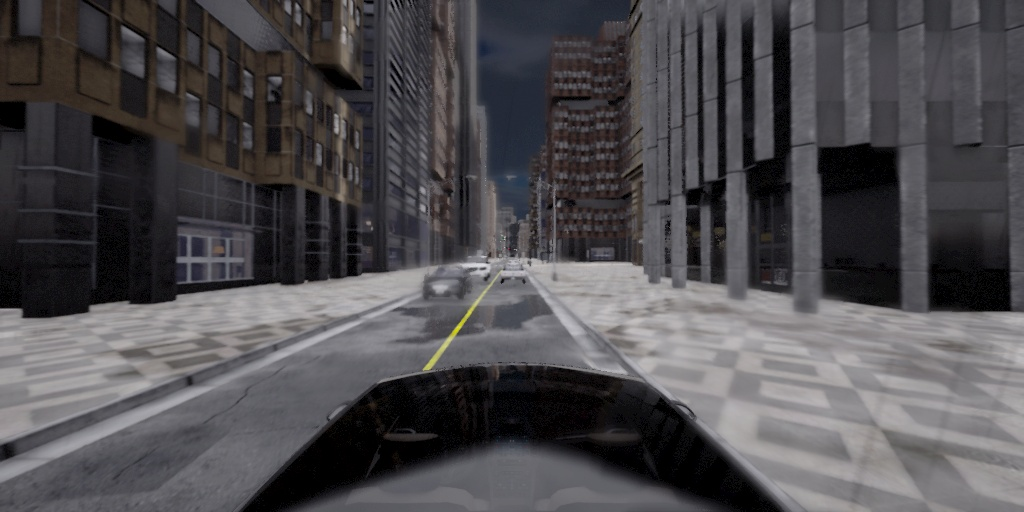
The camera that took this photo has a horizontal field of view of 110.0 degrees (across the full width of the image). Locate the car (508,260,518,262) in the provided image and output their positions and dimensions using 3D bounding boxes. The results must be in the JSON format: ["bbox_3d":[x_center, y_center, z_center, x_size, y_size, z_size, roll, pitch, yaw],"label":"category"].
[{"bbox_3d":[0.126,1.302,49.334,1.812,1.442,4.674,0,0,0],"label":"car"}]

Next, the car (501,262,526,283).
[{"bbox_3d":[0.103,1.365,28.319,1.895,1.301,4.718,0,0,0],"label":"car"}]

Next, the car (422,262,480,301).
[{"bbox_3d":[-3.029,1.250,17.646,2.128,1.511,4.902,0,0,1],"label":"car"}]

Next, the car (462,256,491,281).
[{"bbox_3d":[-2.983,0.988,30.543,2.150,2.045,5.566,0,0,0],"label":"car"}]
